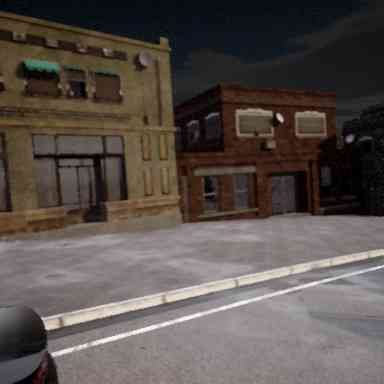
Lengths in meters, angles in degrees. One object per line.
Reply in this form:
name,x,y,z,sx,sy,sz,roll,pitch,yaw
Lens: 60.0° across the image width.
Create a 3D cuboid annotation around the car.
car,-3.353,1.491,1.653,5.008,1.535,1.882,0,0,-34
